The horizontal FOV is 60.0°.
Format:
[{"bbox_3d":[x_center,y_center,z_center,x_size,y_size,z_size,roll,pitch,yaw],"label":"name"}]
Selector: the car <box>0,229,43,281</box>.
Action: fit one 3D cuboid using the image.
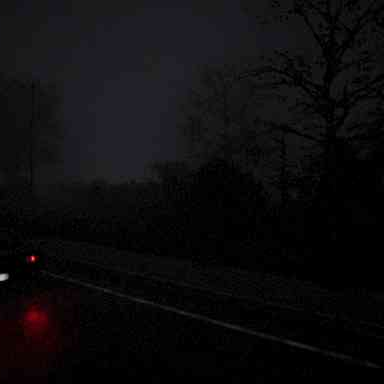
[{"bbox_3d":[-5.920,1.607,8.798,4.718,1.301,1.895,0,0,40],"label":"car"}]
